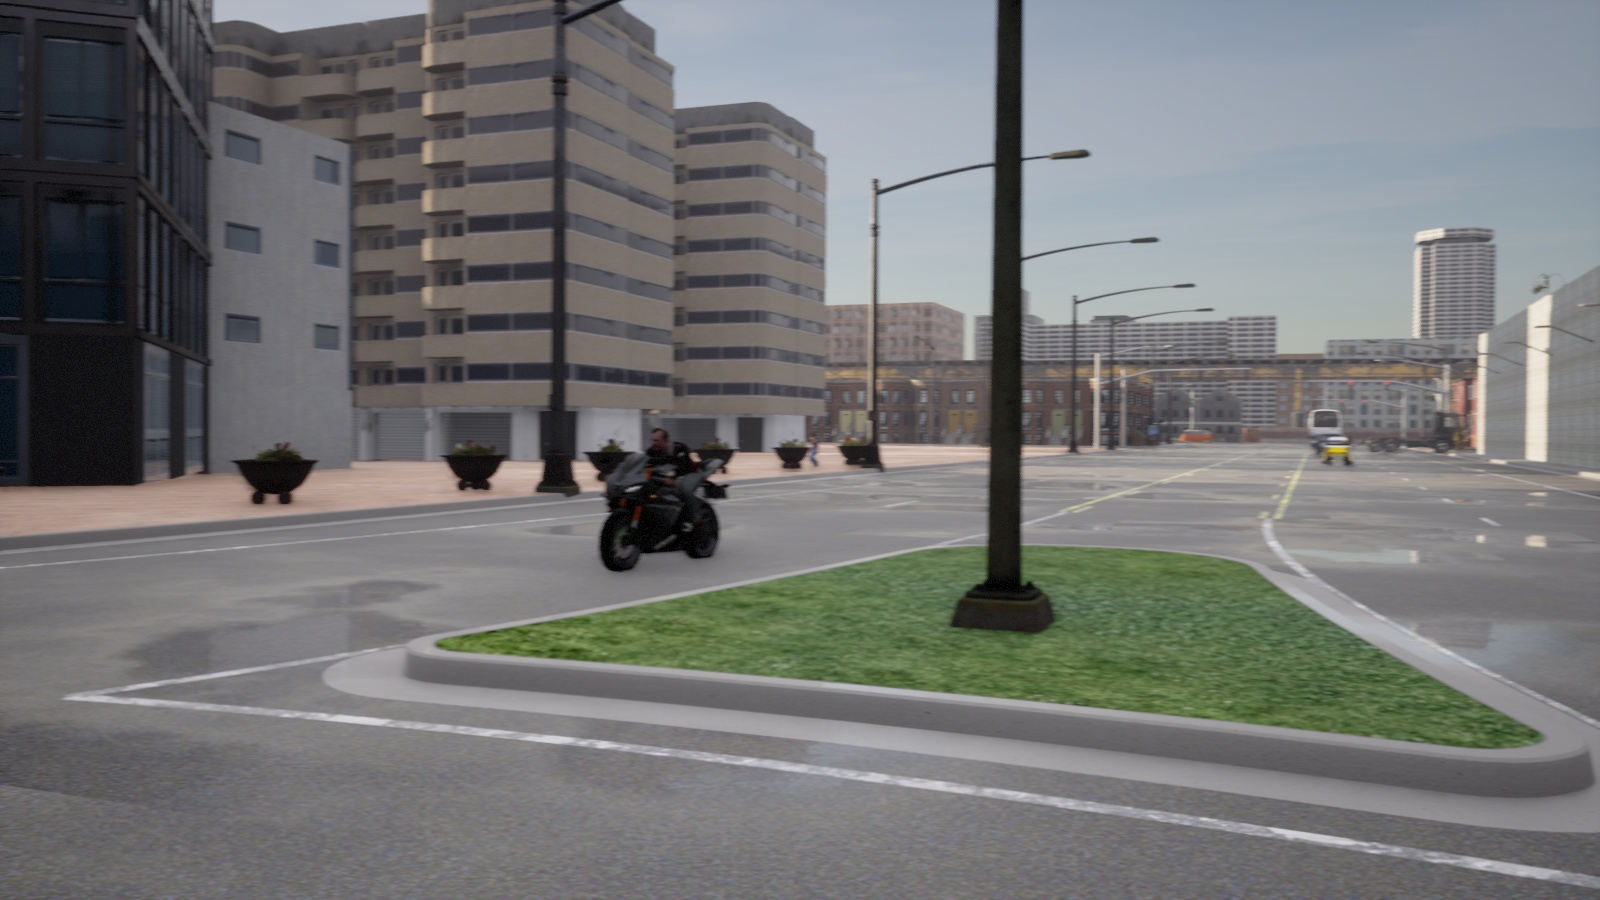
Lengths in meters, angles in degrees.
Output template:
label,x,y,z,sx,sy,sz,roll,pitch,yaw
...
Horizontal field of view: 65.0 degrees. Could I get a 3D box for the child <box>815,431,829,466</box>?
label,x,y,z,sx,sy,sz,roll,pitch,yaw
child,0.801,-0.046,46.062,0.437,1.263,0.270,-1,1,-35

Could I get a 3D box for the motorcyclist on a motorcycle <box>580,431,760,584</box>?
label,x,y,z,sx,sy,sz,roll,pitch,yaw
motorcyclist on a motorcycle,-1.373,0.566,13.756,0.866,1.530,2.191,0,0,28

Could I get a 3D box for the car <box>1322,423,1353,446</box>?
label,x,y,z,sx,sy,sz,roll,pitch,yaw
car,38.944,-1.149,91.019,2.033,1.649,4.856,0,1,23

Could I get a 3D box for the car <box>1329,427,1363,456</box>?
label,x,y,z,sx,sy,sz,roll,pitch,yaw
car,26.702,-0.441,61.480,1.481,1.376,2.207,0,1,23
